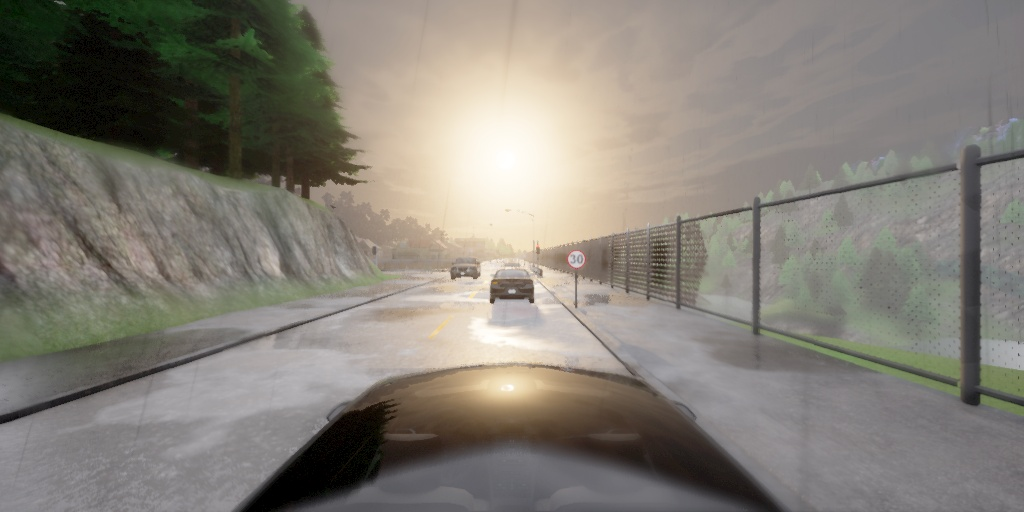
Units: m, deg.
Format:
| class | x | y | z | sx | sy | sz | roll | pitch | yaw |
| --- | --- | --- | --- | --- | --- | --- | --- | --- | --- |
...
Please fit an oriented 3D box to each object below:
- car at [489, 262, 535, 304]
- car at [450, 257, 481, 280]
| class | x | y | z | sx | sy | sz | roll | pitch | yaw |
| --- | --- | --- | --- | --- | --- | --- | --- | --- | --- |
| car | 0.000 | 1.233 | 16.500 | 1.882 | 1.535 | 5.008 | 0 | 0 | 0 |
| car | -4.000 | 1.075 | 31.830 | 2.150 | 2.045 | 5.566 | 0 | 0 | 0 |
